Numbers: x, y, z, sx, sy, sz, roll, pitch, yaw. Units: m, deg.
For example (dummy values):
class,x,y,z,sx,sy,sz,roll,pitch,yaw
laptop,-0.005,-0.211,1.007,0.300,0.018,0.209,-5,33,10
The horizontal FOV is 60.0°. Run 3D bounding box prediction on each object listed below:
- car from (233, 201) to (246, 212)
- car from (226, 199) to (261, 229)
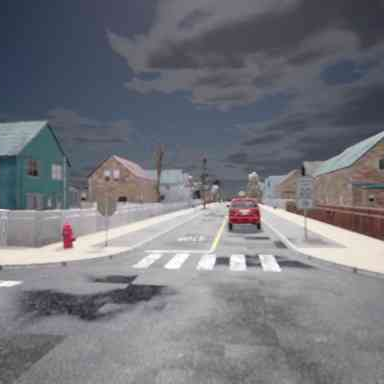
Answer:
class,x,y,z,sx,sy,sz,roll,pitch,yaw
car,7.247,2.160,51.022,1.837,1.490,4.892,-1,0,8
car,3.698,1.503,23.949,2.150,2.045,5.566,-1,-1,7
